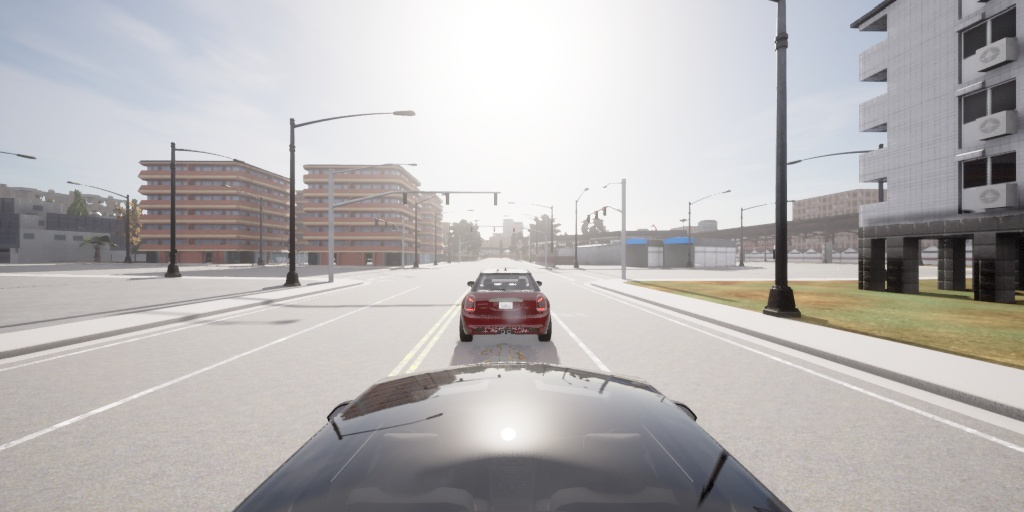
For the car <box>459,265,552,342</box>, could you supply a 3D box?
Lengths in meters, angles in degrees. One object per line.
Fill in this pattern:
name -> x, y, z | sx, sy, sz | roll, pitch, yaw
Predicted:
car -> -0.196, 1.102, 9.965 | 2.097, 1.767, 4.553 | 0, 0, -2
